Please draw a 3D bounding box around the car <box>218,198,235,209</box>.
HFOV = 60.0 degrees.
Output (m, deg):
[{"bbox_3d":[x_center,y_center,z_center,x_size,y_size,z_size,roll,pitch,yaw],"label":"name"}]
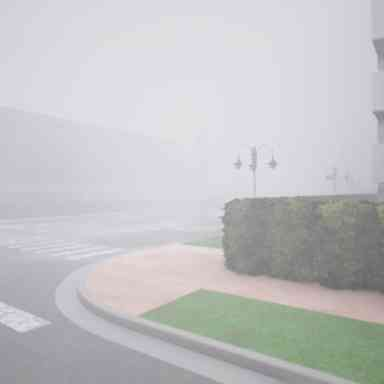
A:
[{"bbox_3d":[5.341,1.587,45.460,1.812,1.442,4.674,0,0,34],"label":"car"}]
